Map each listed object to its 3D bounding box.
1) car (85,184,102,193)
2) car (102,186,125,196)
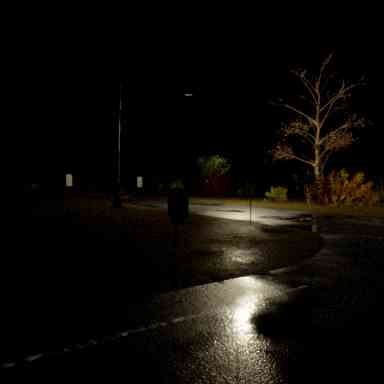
[{"bbox_3d":[-17.542,-0.689,59.823,2.097,1.767,4.553,0,2,-35],"label":"car"},{"bbox_3d":[-11.994,-0.207,52.041,1.812,1.442,4.674,0,2,-35],"label":"car"}]
